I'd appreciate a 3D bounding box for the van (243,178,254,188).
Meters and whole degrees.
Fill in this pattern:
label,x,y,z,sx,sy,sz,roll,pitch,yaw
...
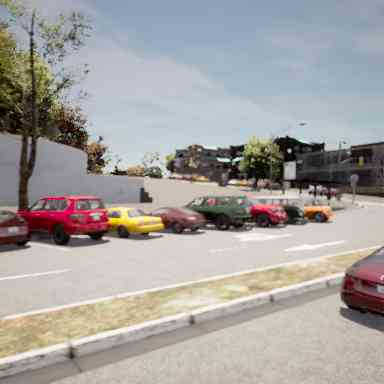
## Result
label,x,y,z,sx,sy,sz,roll,pitch,yaw
van,13.038,-1.773,69.271,1.878,1.987,4.442,7,4,35

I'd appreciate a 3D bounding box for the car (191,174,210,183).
label,x,y,z,sx,sy,sz,roll,pitch,yaw
car,2.787,-3.187,84.296,1.946,1.575,5.366,7,3,34

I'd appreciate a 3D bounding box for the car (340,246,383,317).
label,x,y,z,sx,sy,sz,roll,pitch,yaw
car,4.805,1.574,6.537,4.181,1.385,1.994,0,0,-35

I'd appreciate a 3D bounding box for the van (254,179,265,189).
label,x,y,z,sx,sy,sz,roll,pitch,yaw
van,14.767,-1.500,66.799,1.878,1.987,4.442,7,4,35

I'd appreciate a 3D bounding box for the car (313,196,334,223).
label,x,y,z,sx,sy,sz,roll,pitch,yaw
car,8.532,1.398,26.087,4.553,1.767,2.185,-1,-1,35

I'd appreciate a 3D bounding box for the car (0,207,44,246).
label,x,y,z,sx,sy,sz,roll,pitch,yaw
car,-8.729,1.521,14.007,4.792,1.488,2.163,-1,-1,35

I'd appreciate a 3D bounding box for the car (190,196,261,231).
label,x,y,z,sx,sy,sz,roll,pitch,yaw
car,1.070,1.258,20.963,5.566,2.045,2.435,-1,-1,35

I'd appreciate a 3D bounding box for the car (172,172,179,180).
label,x,y,z,sx,sy,sz,roll,pitch,yaw
car,-2.587,-4.097,91.492,2.185,1.767,4.553,4,1,33

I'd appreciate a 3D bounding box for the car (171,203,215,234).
label,x,y,z,sx,sy,sz,roll,pitch,yaw
car,-1.357,1.544,19.206,4.674,1.452,2.002,-1,-1,35

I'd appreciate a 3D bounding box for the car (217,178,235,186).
label,x,y,z,sx,sy,sz,roll,pitch,yaw
car,7.891,-2.327,76.785,2.002,1.452,4.674,7,3,35

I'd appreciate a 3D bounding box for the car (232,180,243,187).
label,x,y,z,sx,sy,sz,roll,pitch,yaw
car,11.464,-1.822,72.002,1.946,1.575,5.366,7,3,35

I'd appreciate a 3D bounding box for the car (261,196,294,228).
label,x,y,z,sx,sy,sz,roll,pitch,yaw
car,3.584,1.263,22.668,5.566,2.045,2.435,-1,-1,35

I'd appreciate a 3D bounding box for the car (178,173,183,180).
label,x,y,z,sx,sy,sz,roll,pitch,yaw
car,-0.858,-3.862,89.022,2.185,1.767,4.553,6,3,34

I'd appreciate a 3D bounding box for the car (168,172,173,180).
label,x,y,z,sx,sy,sz,roll,pitch,yaw
car,-4.358,-4.374,93.840,2.435,2.045,5.566,1,-1,34

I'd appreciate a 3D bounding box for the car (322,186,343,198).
label,x,y,z,sx,sy,sz,roll,pitch,yaw
car,23.426,0.128,54.578,2.002,1.452,4.674,7,3,35

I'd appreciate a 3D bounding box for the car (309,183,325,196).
label,x,y,z,sx,sy,sz,roll,pitch,yaw
car,21.736,-0.434,57.051,2.435,2.045,5.566,7,3,35

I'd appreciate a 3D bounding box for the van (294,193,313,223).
label,x,y,z,sx,sy,sz,roll,pitch,yaw
van,6.123,1.292,24.337,4.442,1.987,1.878,-1,-1,35

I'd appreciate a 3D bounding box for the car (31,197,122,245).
label,x,y,z,sx,sy,sz,roll,pitch,yaw
car,-6.284,1.244,15.752,5.566,2.045,2.435,-1,-1,35

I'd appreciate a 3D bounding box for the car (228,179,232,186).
label,x,y,z,sx,sy,sz,roll,pitch,yaw
car,9.633,-2.053,74.323,2.002,1.452,4.674,7,4,35

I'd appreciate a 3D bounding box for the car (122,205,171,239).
label,x,y,z,sx,sy,sz,roll,pitch,yaw
car,-3.964,1.499,17.579,5.366,1.575,1.946,-1,-1,35

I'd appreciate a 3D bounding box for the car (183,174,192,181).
label,x,y,z,sx,sy,sz,roll,pitch,yaw
car,0.936,-3.710,86.556,2.435,2.045,5.566,7,3,34

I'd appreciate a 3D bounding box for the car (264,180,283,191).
label,x,y,z,sx,sy,sz,roll,pitch,yaw
car,16.527,-1.001,64.437,2.231,1.521,4.892,7,3,35
